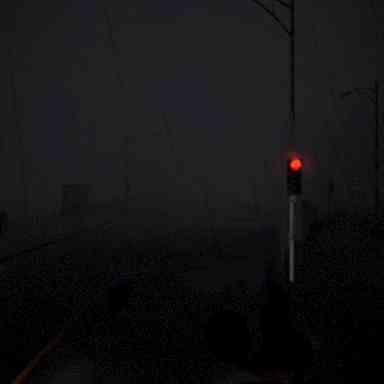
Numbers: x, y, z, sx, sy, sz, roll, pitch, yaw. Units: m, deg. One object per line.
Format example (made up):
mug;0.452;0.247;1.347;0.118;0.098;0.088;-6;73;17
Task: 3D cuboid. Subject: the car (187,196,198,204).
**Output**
car;0.097;1.529;61.504;1.812;1.442;4.674;0;0;0
